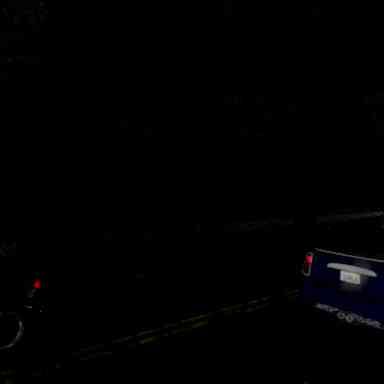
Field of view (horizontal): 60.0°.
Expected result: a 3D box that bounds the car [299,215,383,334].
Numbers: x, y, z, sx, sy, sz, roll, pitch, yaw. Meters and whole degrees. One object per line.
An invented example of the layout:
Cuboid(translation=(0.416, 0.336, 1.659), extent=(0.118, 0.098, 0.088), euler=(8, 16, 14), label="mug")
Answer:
Cuboid(translation=(4.067, 1.209, 5.978), extent=(4.553, 1.767, 2.097), euler=(-1, 1, -33), label="car")

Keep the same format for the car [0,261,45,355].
Cuboid(translation=(-4.283, 1.573, 4.468), extent=(4.181, 1.385, 1.994), euler=(-1, 1, -36), label="car")
